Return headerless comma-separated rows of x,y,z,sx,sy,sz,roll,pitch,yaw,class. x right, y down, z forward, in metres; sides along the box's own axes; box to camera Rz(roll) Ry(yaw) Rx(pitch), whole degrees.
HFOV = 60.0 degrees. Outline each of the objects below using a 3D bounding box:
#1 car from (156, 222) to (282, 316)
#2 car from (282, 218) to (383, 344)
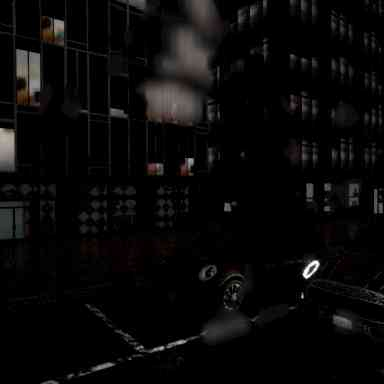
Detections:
1.214,1.441,7.426,4.097,1.590,1.967,0,-1,-35,car
4.074,1.353,6.273,4.553,1.767,2.097,0,0,-35,car
